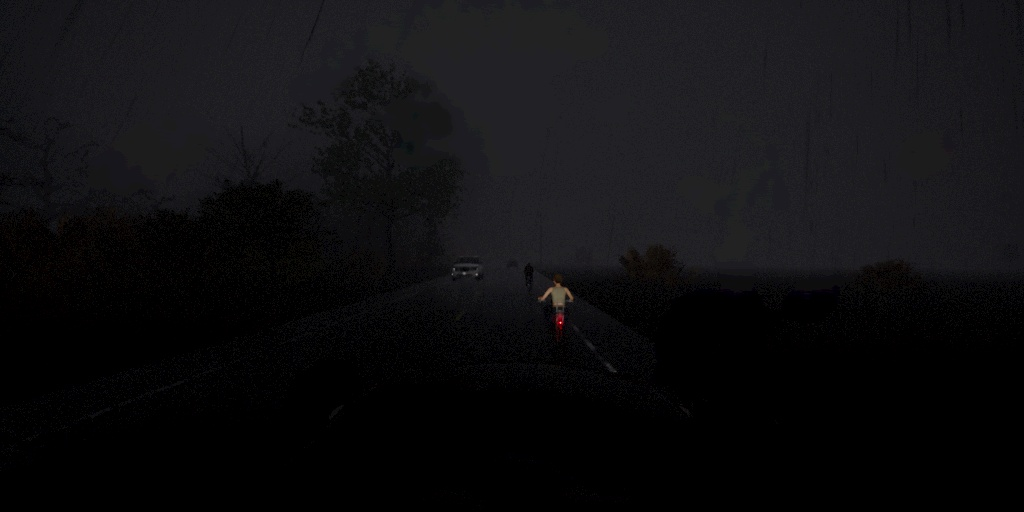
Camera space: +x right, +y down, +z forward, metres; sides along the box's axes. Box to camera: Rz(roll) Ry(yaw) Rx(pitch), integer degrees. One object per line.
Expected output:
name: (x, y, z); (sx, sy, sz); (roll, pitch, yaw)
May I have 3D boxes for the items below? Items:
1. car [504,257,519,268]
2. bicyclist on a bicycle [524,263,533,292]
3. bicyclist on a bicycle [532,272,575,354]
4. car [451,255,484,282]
car: (0.106, 1.242, 60.061); (1.837, 1.490, 4.892); (0, 0, 0)
bicyclist on a bicycle: (0.965, 1.204, 20.488); (0.582, 1.620, 1.656); (0, 0, 0)
bicyclist on a bicycle: (0.977, 1.188, 7.778); (0.866, 1.612, 1.509); (0, 0, 0)
car: (-3.597, 0.971, 29.833); (2.150, 2.045, 5.566); (0, 0, 0)
